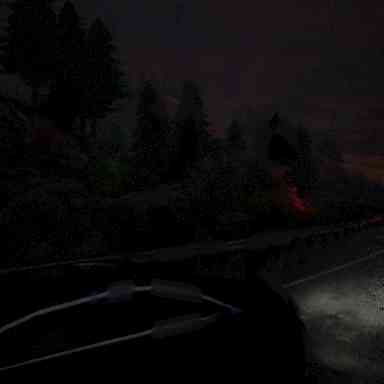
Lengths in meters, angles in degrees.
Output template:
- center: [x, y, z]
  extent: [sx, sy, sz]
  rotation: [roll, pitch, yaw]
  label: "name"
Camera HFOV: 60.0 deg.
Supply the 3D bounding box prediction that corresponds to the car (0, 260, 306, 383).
- center: [-0.793, 1.505, 3.445]
  extent: [4.902, 1.511, 2.128]
  rotation: [0, 0, -37]
  label: "car"
